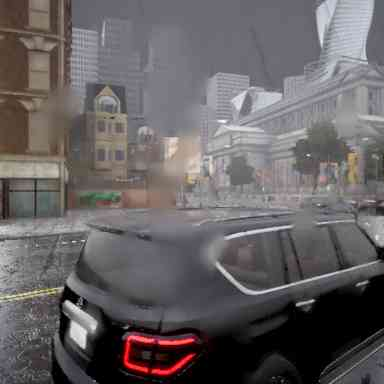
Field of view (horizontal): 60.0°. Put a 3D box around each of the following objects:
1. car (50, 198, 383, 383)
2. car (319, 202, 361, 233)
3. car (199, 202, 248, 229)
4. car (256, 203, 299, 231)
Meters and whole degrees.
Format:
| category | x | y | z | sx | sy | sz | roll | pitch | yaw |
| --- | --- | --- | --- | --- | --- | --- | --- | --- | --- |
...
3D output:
| category | x | y | z | sx | sy | sz | roll | pitch | yaw |
| --- | --- | --- | --- | --- | --- | --- | --- | --- | --- |
| car | 1.127 | 1.220 | 4.409 | 5.566 | 2.045 | 2.150 | 0 | 0 | -40 |
| car | 9.330 | 1.479 | 20.978 | 2.128 | 1.511 | 4.902 | 0 | 0 | 24 |
| car | 2.287 | 1.507 | 22.702 | 1.812 | 1.442 | 4.674 | 0 | 0 | 26 |
| car | 5.642 | 1.510 | 21.619 | 1.812 | 1.442 | 4.674 | 0 | 0 | 26 |
